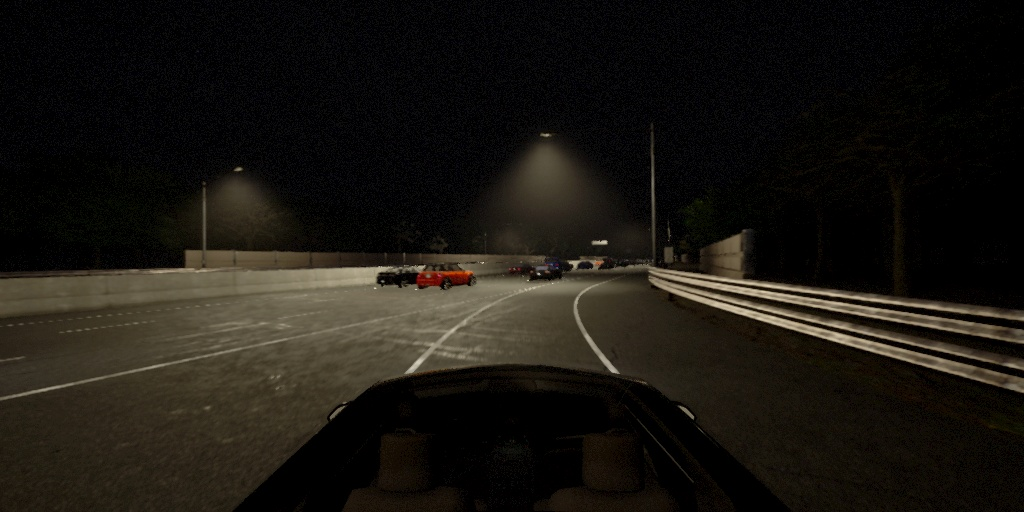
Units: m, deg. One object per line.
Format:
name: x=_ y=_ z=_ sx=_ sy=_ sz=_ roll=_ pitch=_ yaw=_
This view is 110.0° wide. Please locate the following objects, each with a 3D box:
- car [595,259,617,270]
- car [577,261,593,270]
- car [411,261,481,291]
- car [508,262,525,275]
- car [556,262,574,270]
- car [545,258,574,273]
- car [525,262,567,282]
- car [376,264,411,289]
car: x=15.595 y=1.636 z=59.078 sx=1.895 sy=1.301 sz=4.718 roll=-1 pitch=-1 yaw=24
car: x=12.409 y=1.568 z=60.539 sx=1.882 sy=1.535 sz=5.008 roll=-1 pitch=-1 yaw=25
car: x=-4.297 y=1.289 z=24.165 sx=2.097 sy=1.767 sz=4.553 roll=-1 pitch=-1 yaw=25
car: x=1.325 y=1.618 z=44.724 sx=2.033 sy=1.411 sz=5.357 roll=-1 pitch=-1 yaw=25
car: x=9.237 y=1.744 z=62.006 sx=1.895 sy=1.301 sz=4.718 roll=-1 pitch=-1 yaw=24
car: x=5.777 y=1.250 z=46.042 sx=2.150 sy=2.045 sz=5.566 roll=-1 pitch=-1 yaw=25
car: x=3.083 y=1.485 z=31.811 sx=1.994 sy=1.385 sz=4.181 roll=-1 pitch=-1 yaw=25
car: x=-7.452 y=1.484 z=25.675 sx=2.128 sy=1.511 sz=4.902 roll=-1 pitch=-1 yaw=25
